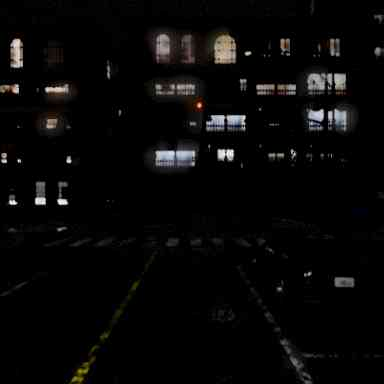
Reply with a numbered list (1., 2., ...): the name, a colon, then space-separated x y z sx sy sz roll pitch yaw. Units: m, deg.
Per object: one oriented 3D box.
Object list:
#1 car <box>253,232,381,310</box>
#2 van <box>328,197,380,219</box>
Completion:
1. car: 2.587 1.561 7.708 1.947 1.339 4.313 1 0 0
2. van: 13.131 1.277 27.263 3.998 1.788 1.690 0 0 0
